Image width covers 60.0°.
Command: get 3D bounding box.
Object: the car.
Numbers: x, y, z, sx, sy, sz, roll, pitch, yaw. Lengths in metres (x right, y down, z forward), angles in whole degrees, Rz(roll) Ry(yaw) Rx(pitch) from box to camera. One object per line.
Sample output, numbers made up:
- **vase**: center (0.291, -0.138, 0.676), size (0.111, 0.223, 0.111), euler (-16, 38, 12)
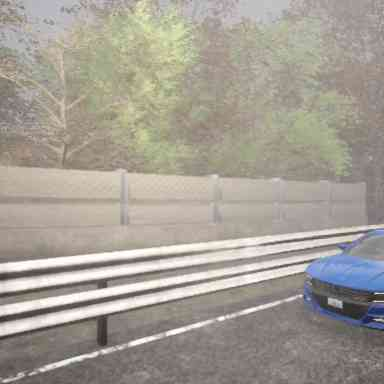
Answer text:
- **car**: center (4.323, 1.513, 6.765), size (5.008, 1.535, 1.882), euler (0, 0, -35)
